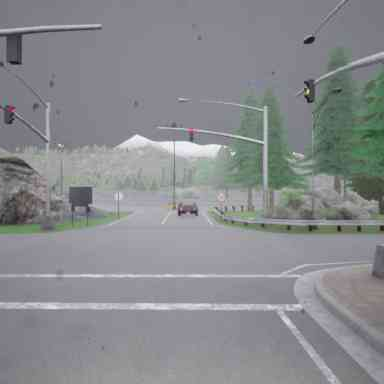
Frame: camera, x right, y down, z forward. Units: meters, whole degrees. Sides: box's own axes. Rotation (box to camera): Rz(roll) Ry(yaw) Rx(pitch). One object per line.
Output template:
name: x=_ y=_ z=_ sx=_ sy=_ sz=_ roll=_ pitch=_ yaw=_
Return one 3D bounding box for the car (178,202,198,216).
car: x=-0.445 y=1.600 z=32.793 sx=1.895 sy=1.301 sz=4.718 roll=0 pitch=0 yaw=-2
